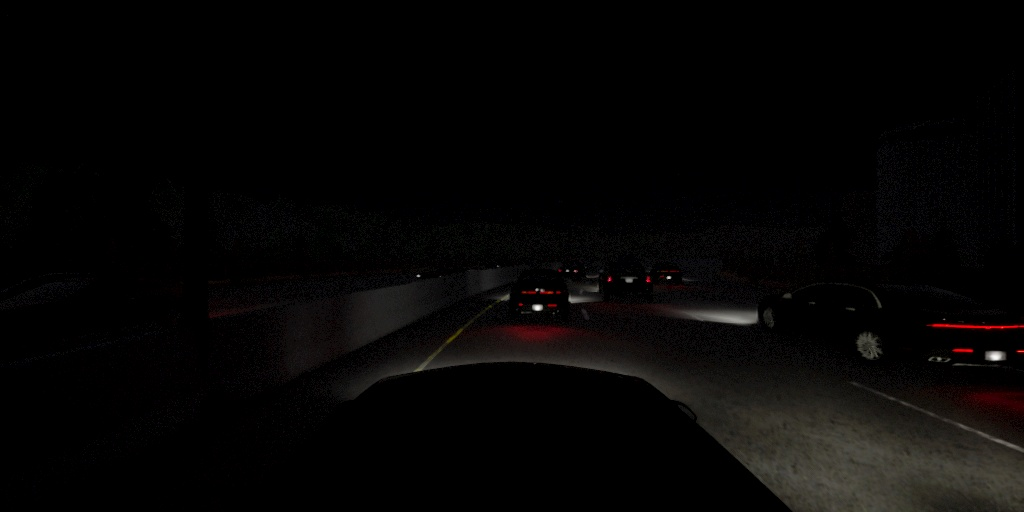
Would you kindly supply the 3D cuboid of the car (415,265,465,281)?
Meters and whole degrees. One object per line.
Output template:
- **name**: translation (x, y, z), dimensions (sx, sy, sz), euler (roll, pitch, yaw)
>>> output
- **car**: translation (-4.349, 1.262, 23.189), dimensions (1.895, 1.301, 4.718), euler (0, 0, 13)

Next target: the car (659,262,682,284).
- **car**: translation (11.271, 1.193, 26.388), dimensions (1.837, 1.490, 4.892), euler (0, 0, 17)

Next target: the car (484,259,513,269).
- **car**: translation (-1.814, 1.187, 49.817), dimensions (2.033, 1.411, 5.357), euler (0, 0, 28)

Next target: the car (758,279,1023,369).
- **car**: translation (7.520, 1.253, 7.844), dimensions (1.837, 1.490, 4.892), euler (0, 0, 5)

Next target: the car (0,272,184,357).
- **car**: translation (-10.140, 1.211, 8.546), dimensions (1.812, 1.442, 4.674), euler (0, 0, 5)

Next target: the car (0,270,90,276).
- **car**: translation (-13.505, 1.161, 10.086), dimensions (2.128, 1.511, 4.902), euler (0, 0, 5)

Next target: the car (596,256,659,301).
- **car**: translation (5.349, 1.054, 17.274), dimensions (2.097, 1.767, 4.553), euler (0, 0, 11)

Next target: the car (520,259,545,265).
- **car**: translation (3.095, 1.197, 51.439), dimensions (2.033, 1.411, 5.357), euler (0, 0, 30)

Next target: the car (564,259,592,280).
- **car**: translation (5.167, 1.215, 30.412), dimensions (2.033, 1.411, 5.357), euler (0, 0, 19)

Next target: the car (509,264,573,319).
- **car**: translation (1.041, 1.209, 12.661), dimensions (1.837, 1.490, 4.892), euler (0, 0, 7)

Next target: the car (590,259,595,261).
- **car**: translation (13.235, 1.228, 60.827), dimensions (2.033, 1.411, 5.357), euler (0, 0, 35)
